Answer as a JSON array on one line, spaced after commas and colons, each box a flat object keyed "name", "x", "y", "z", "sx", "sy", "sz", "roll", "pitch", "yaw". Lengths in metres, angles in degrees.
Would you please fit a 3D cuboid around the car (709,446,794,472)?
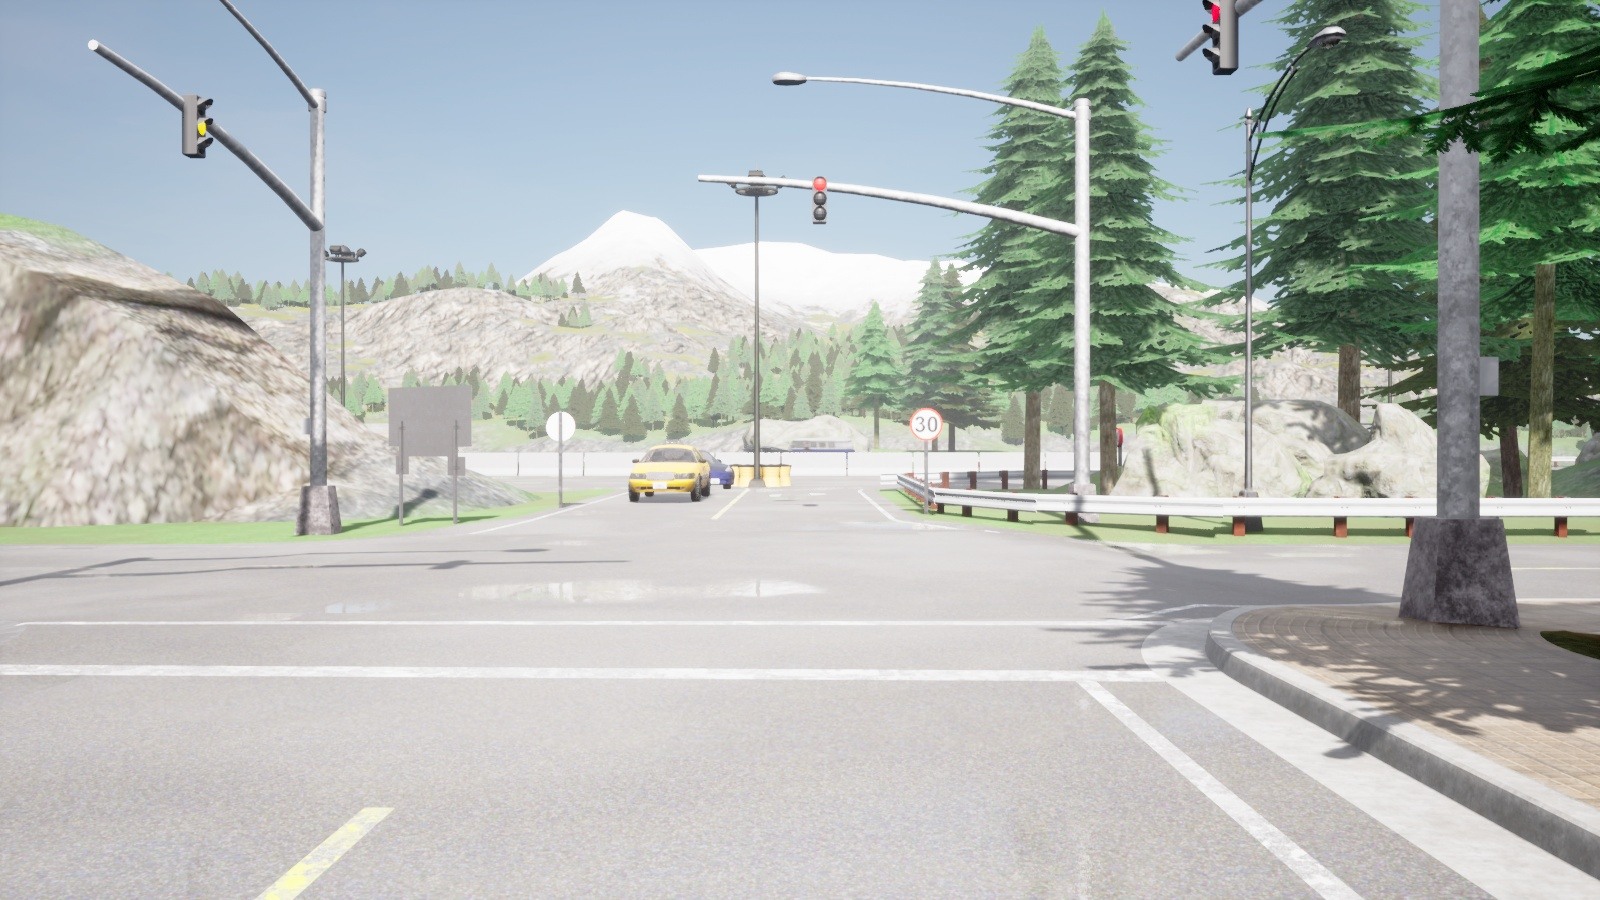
[{"name": "car", "x": -2.803, "y": 0.531, "z": 73.241, "sx": 4.892, "sy": 1.490, "sz": 1.837, "roll": 0, "pitch": 0, "yaw": 0}]

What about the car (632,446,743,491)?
[{"name": "car", "x": -4.000, "y": 0.661, "z": 43.922, "sx": 2.163, "sy": 1.488, "sz": 4.792, "roll": 1, "pitch": -1, "yaw": -28}]

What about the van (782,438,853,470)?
[{"name": "van", "x": 1.113, "y": 0.242, "z": 80.215, "sx": 4.442, "sy": 1.987, "sz": 1.775, "roll": 0, "pitch": 0, "yaw": 0}]

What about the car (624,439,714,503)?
[{"name": "car", "x": -3.403, "y": 0.493, "z": 33.605, "sx": 1.801, "sy": 1.575, "sz": 5.366, "roll": 0, "pitch": 0, "yaw": 1}]
